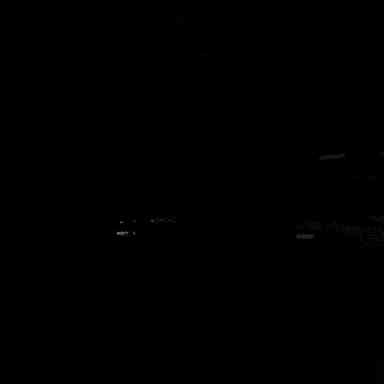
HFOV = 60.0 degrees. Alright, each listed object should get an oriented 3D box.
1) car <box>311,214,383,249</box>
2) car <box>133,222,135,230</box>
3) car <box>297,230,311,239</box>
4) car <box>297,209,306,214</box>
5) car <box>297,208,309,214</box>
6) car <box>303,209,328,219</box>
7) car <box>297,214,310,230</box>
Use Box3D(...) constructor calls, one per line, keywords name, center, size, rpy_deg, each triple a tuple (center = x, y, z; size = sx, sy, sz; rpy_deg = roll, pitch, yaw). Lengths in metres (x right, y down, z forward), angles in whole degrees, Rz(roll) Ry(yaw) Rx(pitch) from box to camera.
Box3D(name="car", center=(7.525, 1.648, 13.594), size=(1.812, 1.442, 4.674), rpy_deg=(-1, -2, -33))
Box3D(name="car", center=(-7.725, 3.355, 36.815), size=(2.097, 1.767, 4.553), rpy_deg=(-1, -4, -33))
Box3D(name="car", center=(8.033, 4.497, 25.430), size=(2.435, 2.045, 5.566), rpy_deg=(0, 1, 36))
Box3D(name="car", center=(23.609, 5.524, 78.704), size=(5.008, 1.535, 2.097), rpy_deg=(1, 0, 36))
Box3D(name="car", center=(28.571, 5.533, 82.113), size=(4.553, 1.767, 2.185), rpy_deg=(1, 0, 36))
Box3D(name="car", center=(31.055, 5.475, 83.793), size=(5.566, 2.045, 2.435), rpy_deg=(1, 0, 36))
Box3D(name="car", center=(14.529, 4.490, 46.402), size=(2.185, 1.767, 4.553), rpy_deg=(1, 0, 36))
